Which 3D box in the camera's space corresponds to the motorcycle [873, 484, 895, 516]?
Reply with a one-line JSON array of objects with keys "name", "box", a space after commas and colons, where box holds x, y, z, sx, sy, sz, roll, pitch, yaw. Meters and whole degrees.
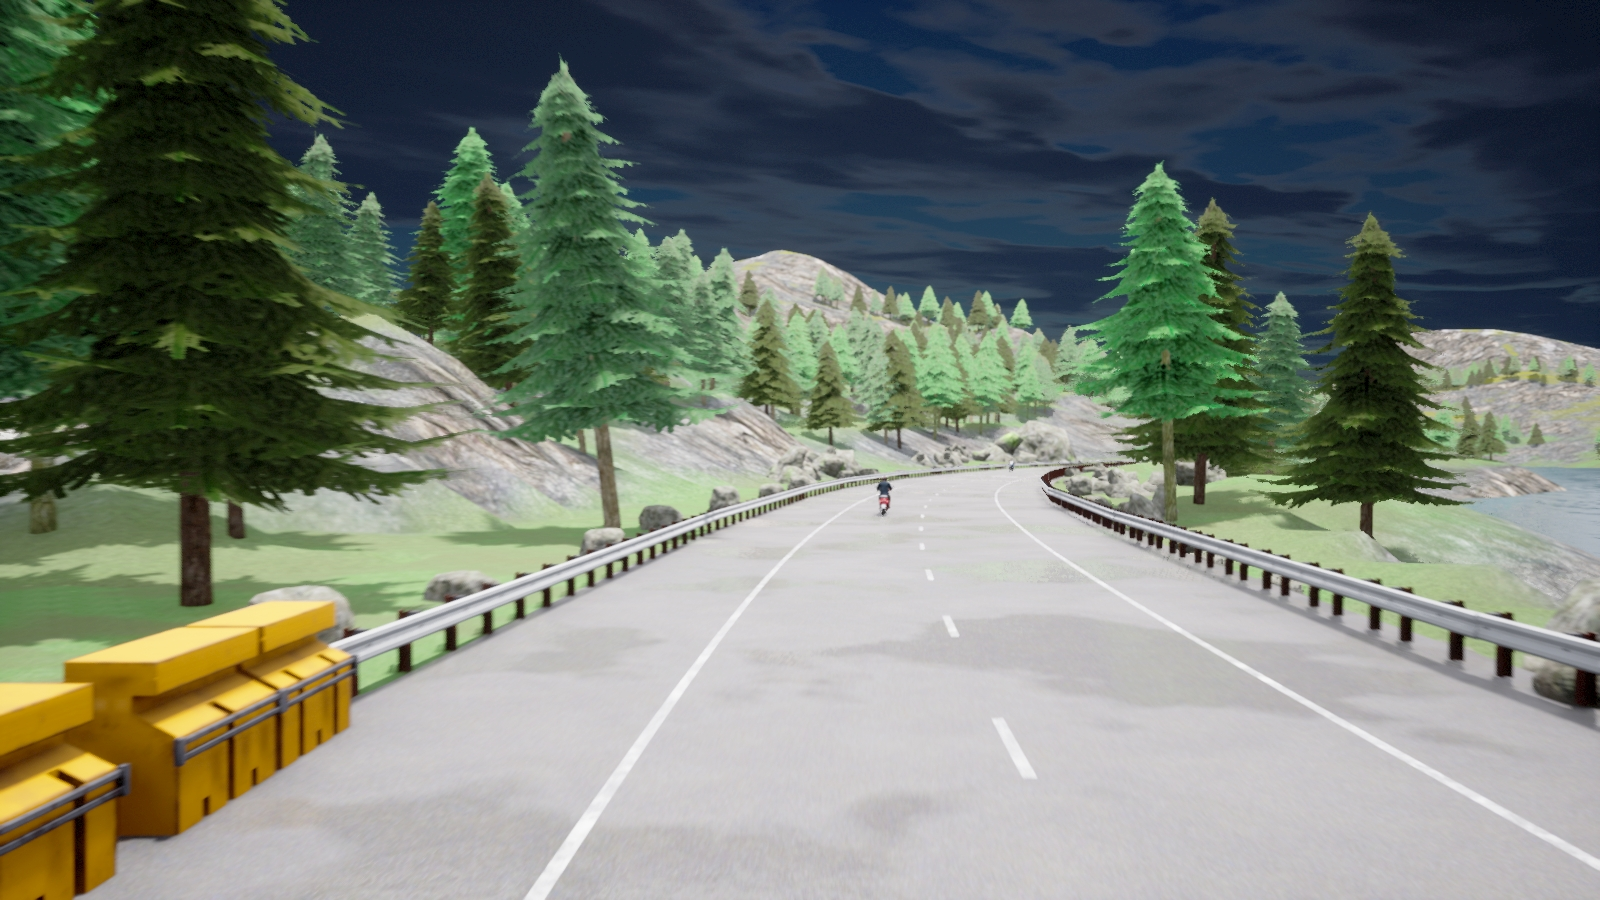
[{"name": "motorcycle", "box": [3.552, 2.096, 48.198, 0.856, 1.236, 1.805, 1, 0, 7]}]
